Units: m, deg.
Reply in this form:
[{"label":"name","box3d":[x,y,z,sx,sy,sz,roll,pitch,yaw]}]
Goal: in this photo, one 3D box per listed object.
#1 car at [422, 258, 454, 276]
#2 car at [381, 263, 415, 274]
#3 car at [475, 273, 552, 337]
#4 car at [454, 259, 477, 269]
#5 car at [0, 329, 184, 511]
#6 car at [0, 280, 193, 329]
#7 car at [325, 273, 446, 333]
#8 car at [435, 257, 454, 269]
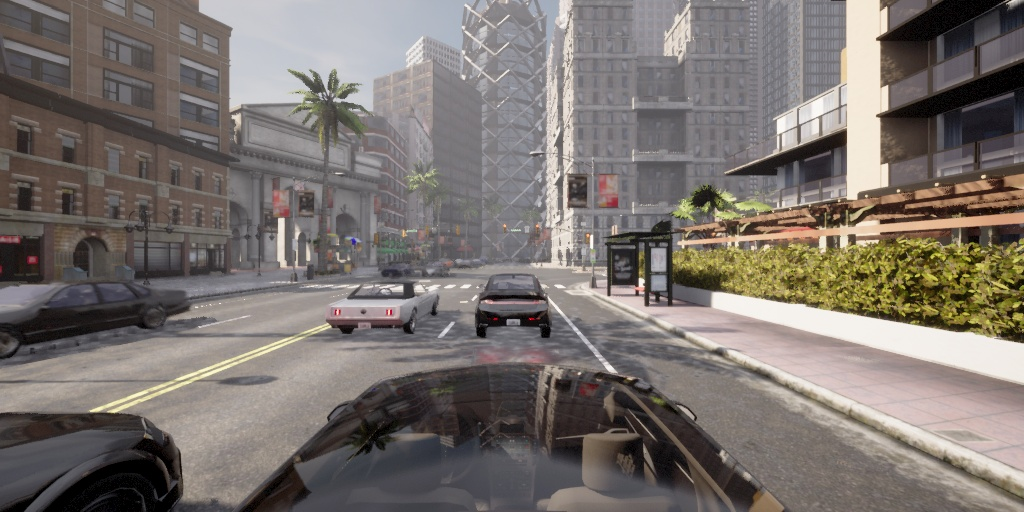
[{"label":"car","box3d":[-7.170,1.241,33.852,2.128,1.511,4.902,0,0,0]},{"label":"car","box3d":[-10.669,1.351,33.680,1.895,1.301,4.718,0,0,0]},{"label":"car","box3d":[0.041,1.242,10.289,2.128,1.511,4.902,0,0,0]},{"label":"car","box3d":[-7.207,1.298,56.147,2.033,1.411,5.357,0,0,0]},{"label":"car","box3d":[-3.392,1.314,0.849,1.994,1.385,4.181,0,0,0]},{"label":"car","box3d":[-10.614,1.297,8.447,2.033,1.411,5.357,0,0,0]},{"label":"car","box3d":[-3.457,1.351,10.668,1.895,1.301,4.718,0,0,0]},{"label":"car","box3d":[-10.705,1.101,56.957,2.097,1.767,4.553,0,0,0]}]
